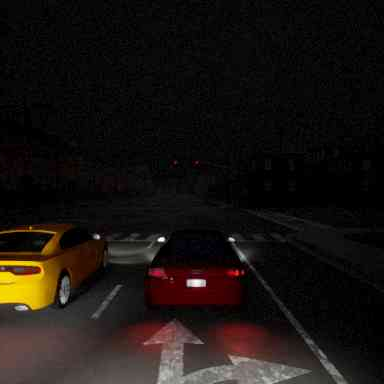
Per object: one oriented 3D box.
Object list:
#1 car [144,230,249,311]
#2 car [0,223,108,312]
[{"bbox_3d":[0.107,1.564,7.828,1.994,1.385,4.181,0,0,1],"label":"car"},{"bbox_3d":[-3.385,1.478,7.860,1.882,1.535,5.008,0,0,0],"label":"car"}]
